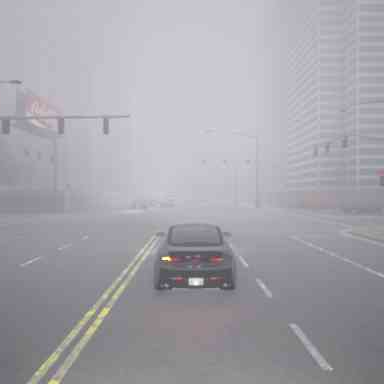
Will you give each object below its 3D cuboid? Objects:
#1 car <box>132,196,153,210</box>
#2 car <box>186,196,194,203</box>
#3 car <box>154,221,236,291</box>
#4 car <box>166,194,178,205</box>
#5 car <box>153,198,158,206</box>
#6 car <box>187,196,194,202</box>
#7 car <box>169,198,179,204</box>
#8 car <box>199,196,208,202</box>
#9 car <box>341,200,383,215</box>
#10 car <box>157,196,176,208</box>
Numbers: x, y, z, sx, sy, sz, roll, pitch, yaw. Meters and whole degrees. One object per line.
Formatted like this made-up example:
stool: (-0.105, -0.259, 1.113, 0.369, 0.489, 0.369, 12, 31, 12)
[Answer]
car: (-7.369, 1.691, 47.533, 2.128, 1.511, 4.902, 0, 0, 0)
car: (-0.443, 1.923, 78.255, 1.895, 1.301, 4.718, 0, 0, 0)
car: (0.058, 1.545, 9.086, 1.837, 1.490, 4.892, 0, 0, -1)
car: (-3.907, 1.478, 61.087, 2.150, 2.045, 5.566, 0, 0, 0)
car: (-7.401, 1.839, 56.797, 1.895, 1.301, 4.718, 0, 0, 0)
car: (-0.502, 1.895, 88.468, 1.812, 1.442, 4.674, 0, 0, 0)
car: (-3.902, 1.893, 71.131, 1.895, 1.301, 4.718, 0, 0, 0)
car: (2.998, 1.725, 88.501, 2.097, 1.767, 4.553, 0, 0, 0)
car: (18.479, 1.625, 35.443, 5.008, 1.535, 1.882, 0, 0, -1)
car: (-3.868, 1.742, 51.508, 1.812, 1.442, 4.674, 0, 0, 0)
